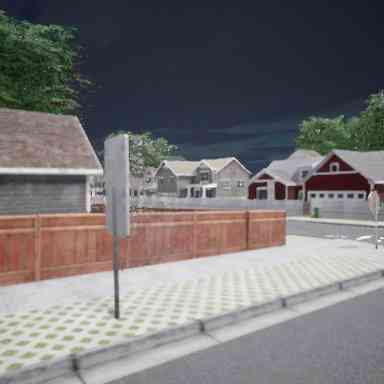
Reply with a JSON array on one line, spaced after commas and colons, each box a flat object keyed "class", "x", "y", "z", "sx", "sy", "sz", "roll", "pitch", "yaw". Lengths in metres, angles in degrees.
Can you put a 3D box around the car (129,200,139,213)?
[{"class": "car", "x": -7.751, "y": 1.747, "z": 39.459, "sx": 1.837, "sy": 1.490, "sz": 4.892, "roll": -1, "pitch": 1, "yaw": -35}]
